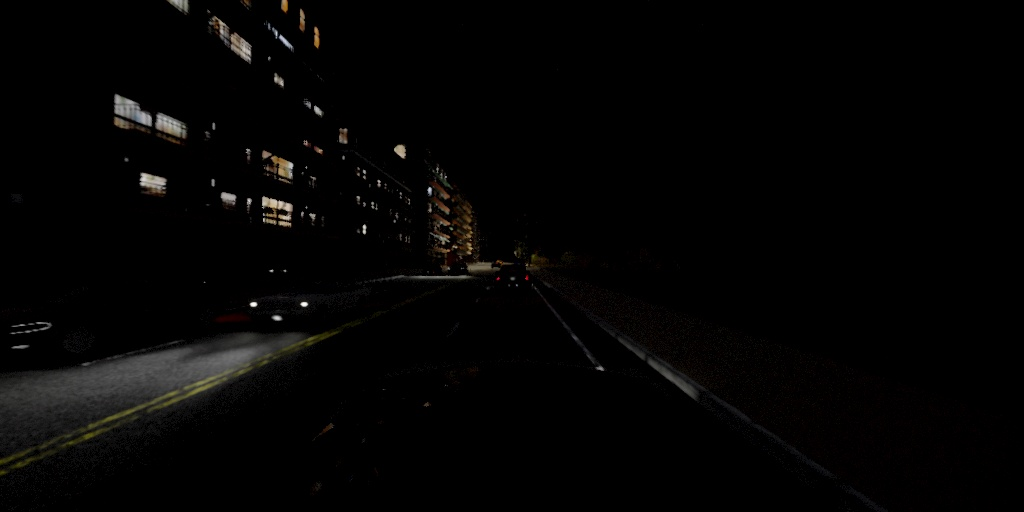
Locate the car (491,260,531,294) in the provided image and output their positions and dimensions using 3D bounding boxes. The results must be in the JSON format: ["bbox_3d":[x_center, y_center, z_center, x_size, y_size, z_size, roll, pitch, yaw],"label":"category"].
[{"bbox_3d":[0.039,1.275,21.658,2.097,1.767,4.553,0,-1,0],"label":"car"}]

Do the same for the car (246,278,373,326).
[{"bbox_3d":[-6.594,1.467,12.310,1.895,1.301,4.718,0,-1,0],"label":"car"}]

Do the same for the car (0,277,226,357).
[{"bbox_3d":[-9.861,1.327,9.038,1.882,1.535,5.008,0,0,0],"label":"car"}]

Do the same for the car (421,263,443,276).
[{"bbox_3d":[-9.886,1.663,44.659,1.837,1.490,4.892,0,-1,0],"label":"car"}]

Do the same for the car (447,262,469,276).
[{"bbox_3d":[-6.640,1.494,44.469,2.097,1.767,4.553,0,0,0],"label":"car"}]
